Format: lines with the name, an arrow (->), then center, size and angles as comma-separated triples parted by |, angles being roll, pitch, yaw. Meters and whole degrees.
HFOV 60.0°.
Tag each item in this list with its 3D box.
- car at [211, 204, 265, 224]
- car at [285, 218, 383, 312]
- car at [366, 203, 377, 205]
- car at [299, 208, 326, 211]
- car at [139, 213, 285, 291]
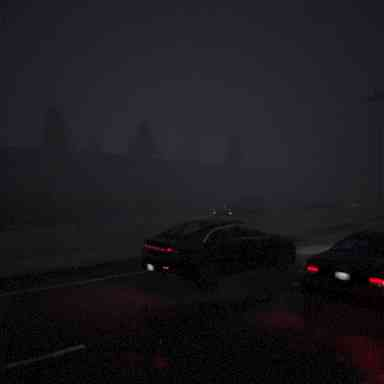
car -> 3.736, 1.650, 26.383 | 1.895, 1.301, 4.718 | 0, 0, 43
car -> 4.608, 1.556, 7.604 | 5.357, 1.411, 2.033 | 0, 0, -41
car -> 31.481, 1.564, 57.270 | 2.128, 1.511, 4.902 | 0, 0, 42
car -> 10.556, 1.590, 28.665 | 2.033, 1.411, 5.357 | 0, 0, 42
car -> 0.914, 1.510, 9.164 | 4.902, 1.511, 2.128 | 0, 0, -39
